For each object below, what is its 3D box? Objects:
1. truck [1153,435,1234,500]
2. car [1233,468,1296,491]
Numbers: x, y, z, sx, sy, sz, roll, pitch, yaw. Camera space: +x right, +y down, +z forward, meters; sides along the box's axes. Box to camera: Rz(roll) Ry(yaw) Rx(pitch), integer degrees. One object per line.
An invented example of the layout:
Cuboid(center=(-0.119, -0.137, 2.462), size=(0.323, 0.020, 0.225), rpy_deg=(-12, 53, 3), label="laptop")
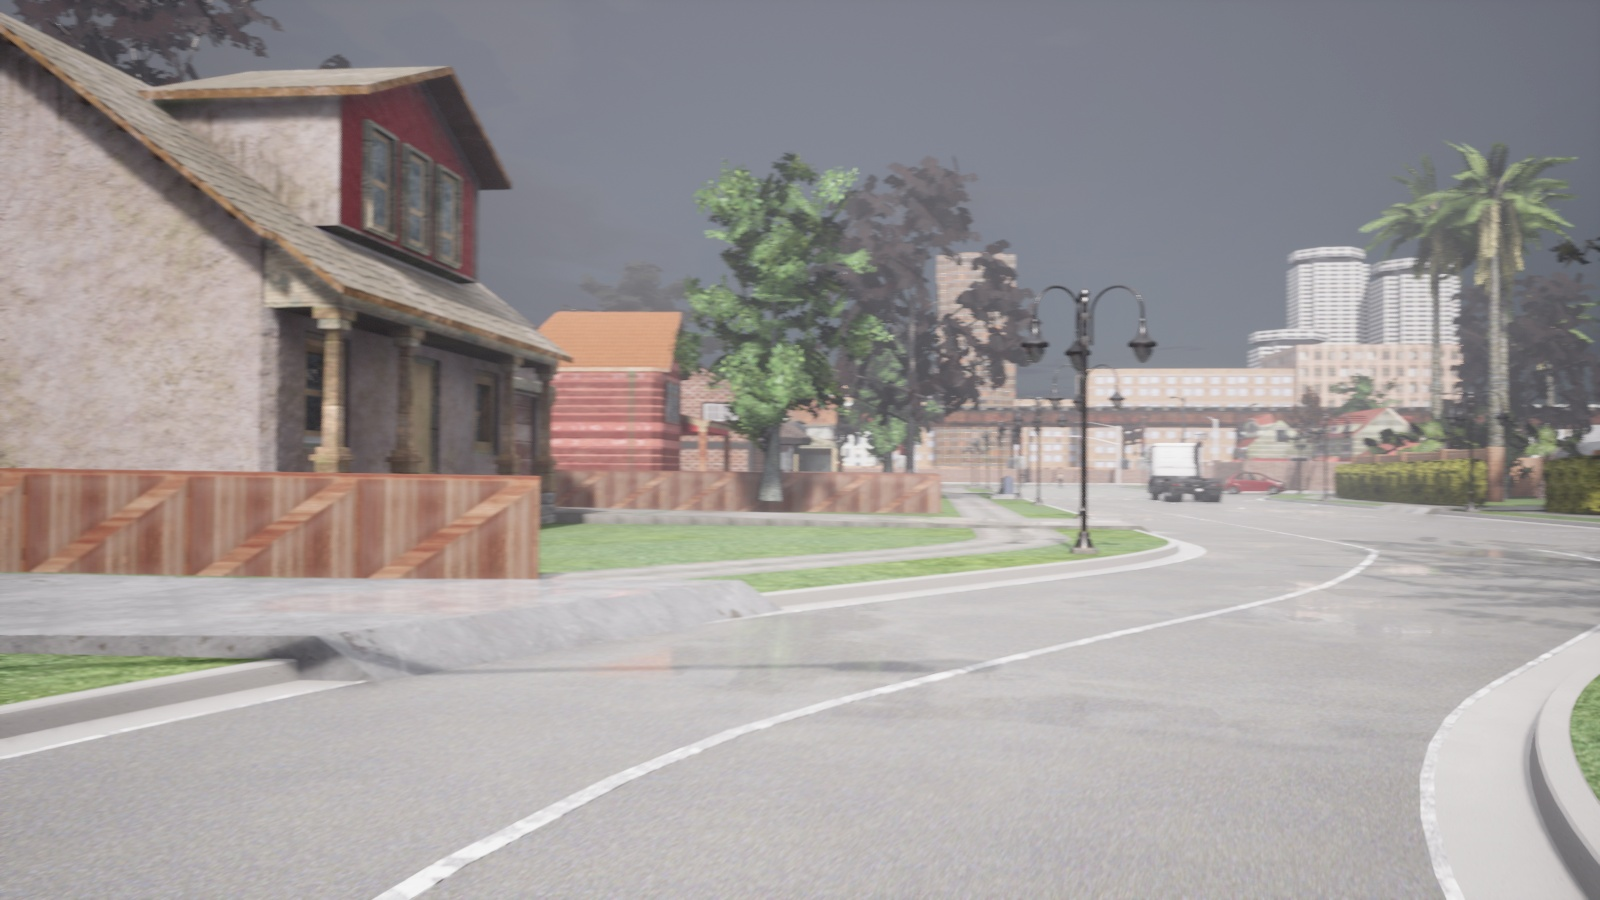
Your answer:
Cuboid(center=(22.178, 1.007, 71.180), size=(2.891, 3.462, 7.936), rpy_deg=(0, -1, 6), label="truck")
Cuboid(center=(33.206, 2.089, 89.730), size=(3.988, 1.617, 1.851), rpy_deg=(-1, -1, 27), label="car")
